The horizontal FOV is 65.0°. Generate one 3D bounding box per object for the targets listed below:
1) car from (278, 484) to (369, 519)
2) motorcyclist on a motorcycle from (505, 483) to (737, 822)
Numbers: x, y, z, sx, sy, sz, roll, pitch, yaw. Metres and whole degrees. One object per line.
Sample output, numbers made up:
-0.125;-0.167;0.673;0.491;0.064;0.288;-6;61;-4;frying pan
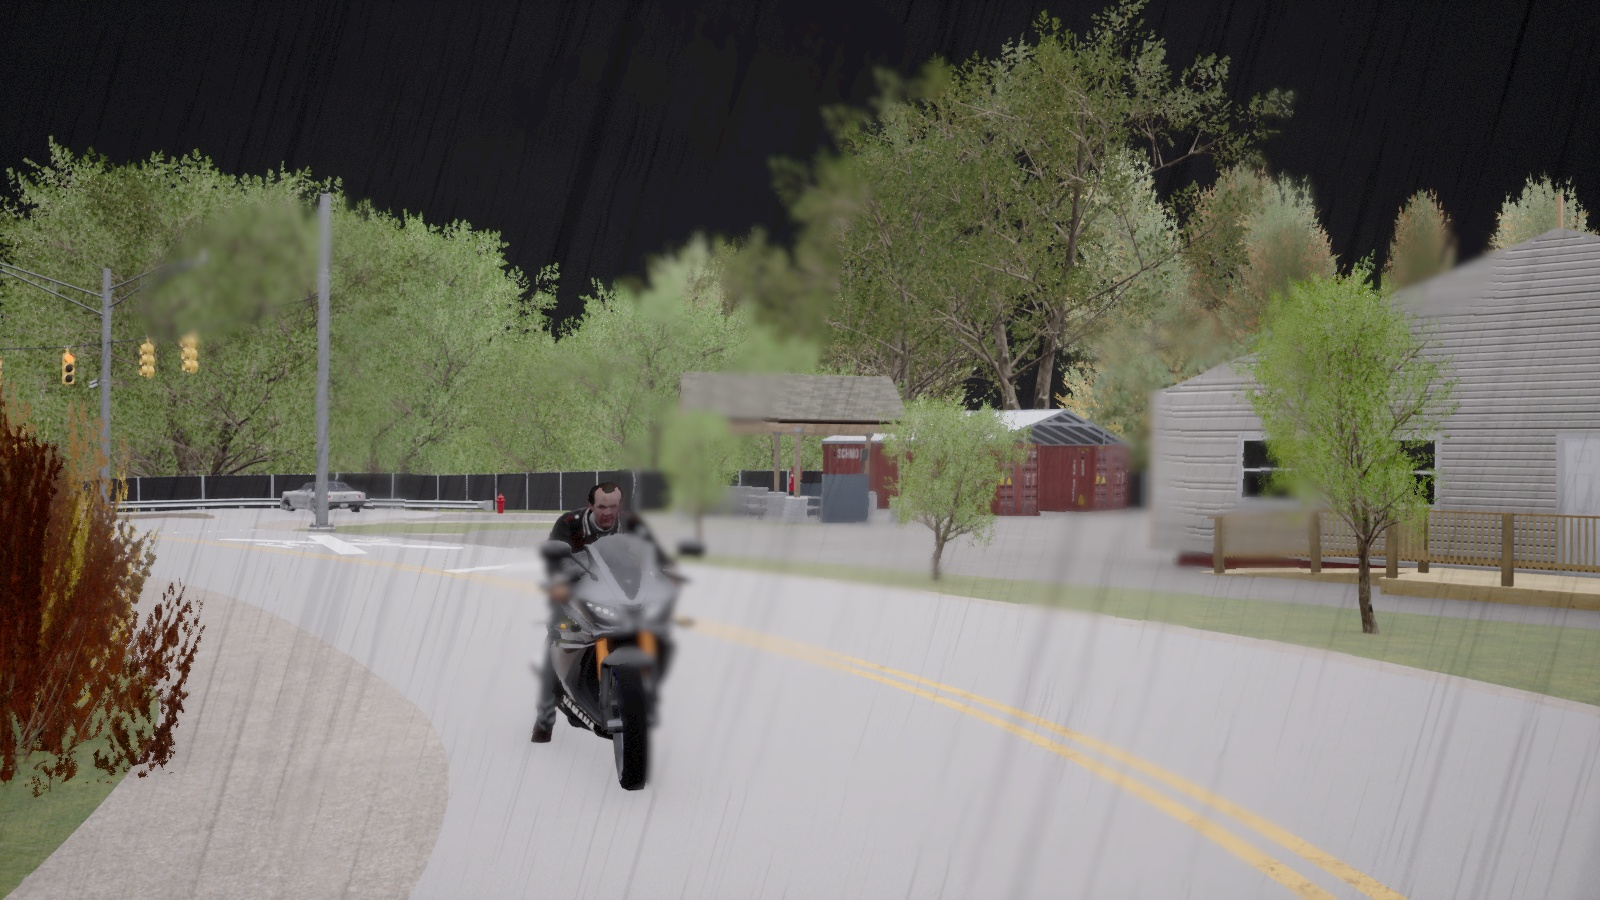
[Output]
-19.941;2.121;52.433;1.895;1.301;4.718;0;0;-43;car
-1.077;0.965;6.969;0.866;1.530;2.191;0;-1;-19;motorcyclist on a motorcycle
